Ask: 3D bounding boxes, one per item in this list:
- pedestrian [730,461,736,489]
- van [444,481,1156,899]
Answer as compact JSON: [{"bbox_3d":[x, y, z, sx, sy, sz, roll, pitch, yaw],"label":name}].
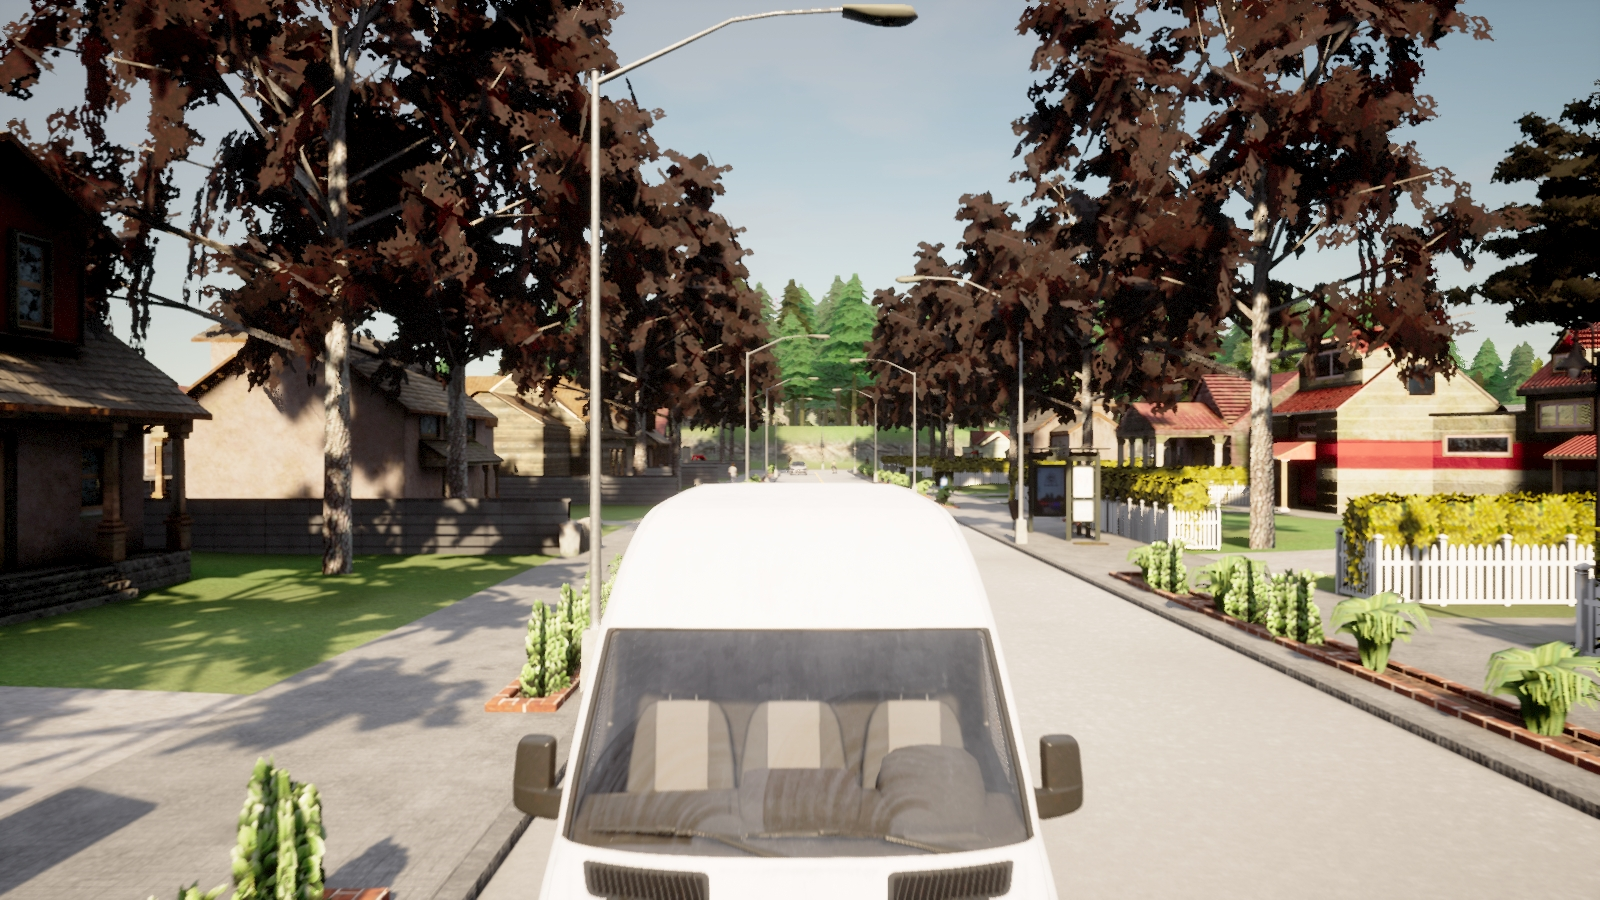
[{"bbox_3d":[-4.470,1.686,76.060,0.375,1.860,0.375,0,0,2],"label":"pedestrian"},{"bbox_3d":[-0.002,1.528,6.150,1.988,2.561,5.915,0,0,0],"label":"van"}]
